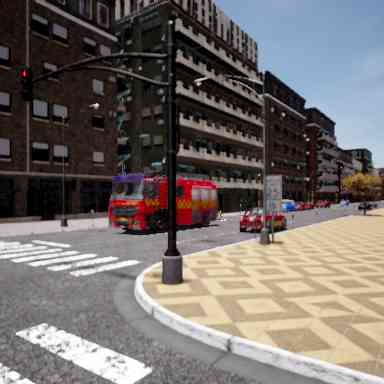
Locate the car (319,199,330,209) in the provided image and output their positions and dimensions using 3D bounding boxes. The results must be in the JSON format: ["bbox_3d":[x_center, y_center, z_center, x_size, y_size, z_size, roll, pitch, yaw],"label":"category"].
[{"bbox_3d":[26.951,2.452,68.244,2.192,1.841,5.009,-2,-2,35],"label":"car"}]

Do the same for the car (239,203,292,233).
[{"bbox_3d":[4.727,1.727,21.767,1.967,1.590,4.097,-2,-2,35],"label":"car"}]

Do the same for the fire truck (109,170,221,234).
[{"bbox_3d":[-1.558,0.626,22.649,2.891,3.827,8.468,0,-1,35],"label":"fire truck"}]

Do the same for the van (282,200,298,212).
[{"bbox_3d":[14.040,2.126,49.698,1.690,1.788,3.998,-2,-2,35],"label":"van"}]

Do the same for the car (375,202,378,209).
[{"bbox_3d":[37.007,2.718,68.127,2.008,1.369,4.403,-2,-2,35],"label":"car"}]

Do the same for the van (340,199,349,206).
[{"bbox_3d":[39.827,2.832,86.814,1.690,1.788,3.998,-2,-2,35],"label":"van"}]

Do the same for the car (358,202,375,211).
[{"bbox_3d":[30.551,2.556,58.854,1.947,1.339,4.313,-2,-2,35],"label":"car"}]

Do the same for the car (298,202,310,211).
[{"bbox_3d":[17.269,2.313,54.332,1.967,1.590,4.097,-2,-2,35],"label":"car"}]

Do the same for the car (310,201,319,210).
[{"bbox_3d":[20.498,2.506,58.965,1.887,1.381,4.507,-2,-2,35],"label":"car"}]
